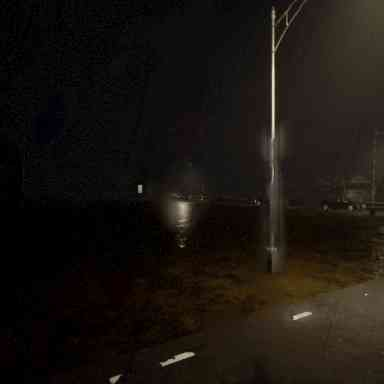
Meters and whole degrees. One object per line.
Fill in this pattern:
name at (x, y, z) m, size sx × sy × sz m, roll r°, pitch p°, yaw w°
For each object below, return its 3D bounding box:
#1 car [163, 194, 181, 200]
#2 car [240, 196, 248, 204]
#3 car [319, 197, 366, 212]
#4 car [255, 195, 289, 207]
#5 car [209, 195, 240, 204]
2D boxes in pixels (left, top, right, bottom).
car at (-4.327, 1.127, 71.528) m, size 1.895 × 1.301 × 4.718 m, roll 2°, pitch -1°, yaw -35°
car at (6.954, 1.211, 55.698) m, size 2.033 × 1.411 × 5.357 m, roll 2°, pitch -1°, yaw -36°
car at (16.303, 1.292, 36.124) m, size 1.837 × 1.490 × 4.892 m, roll 2°, pitch 0°, yaw -35°
car at (10.547, 1.177, 44.238) m, size 1.837 × 1.490 × 4.892 m, roll 2°, pitch 0°, yaw -35°
car at (4.776, 1.174, 52.381) m, size 1.895 × 1.301 × 4.718 m, roll 2°, pitch -1°, yaw -35°
